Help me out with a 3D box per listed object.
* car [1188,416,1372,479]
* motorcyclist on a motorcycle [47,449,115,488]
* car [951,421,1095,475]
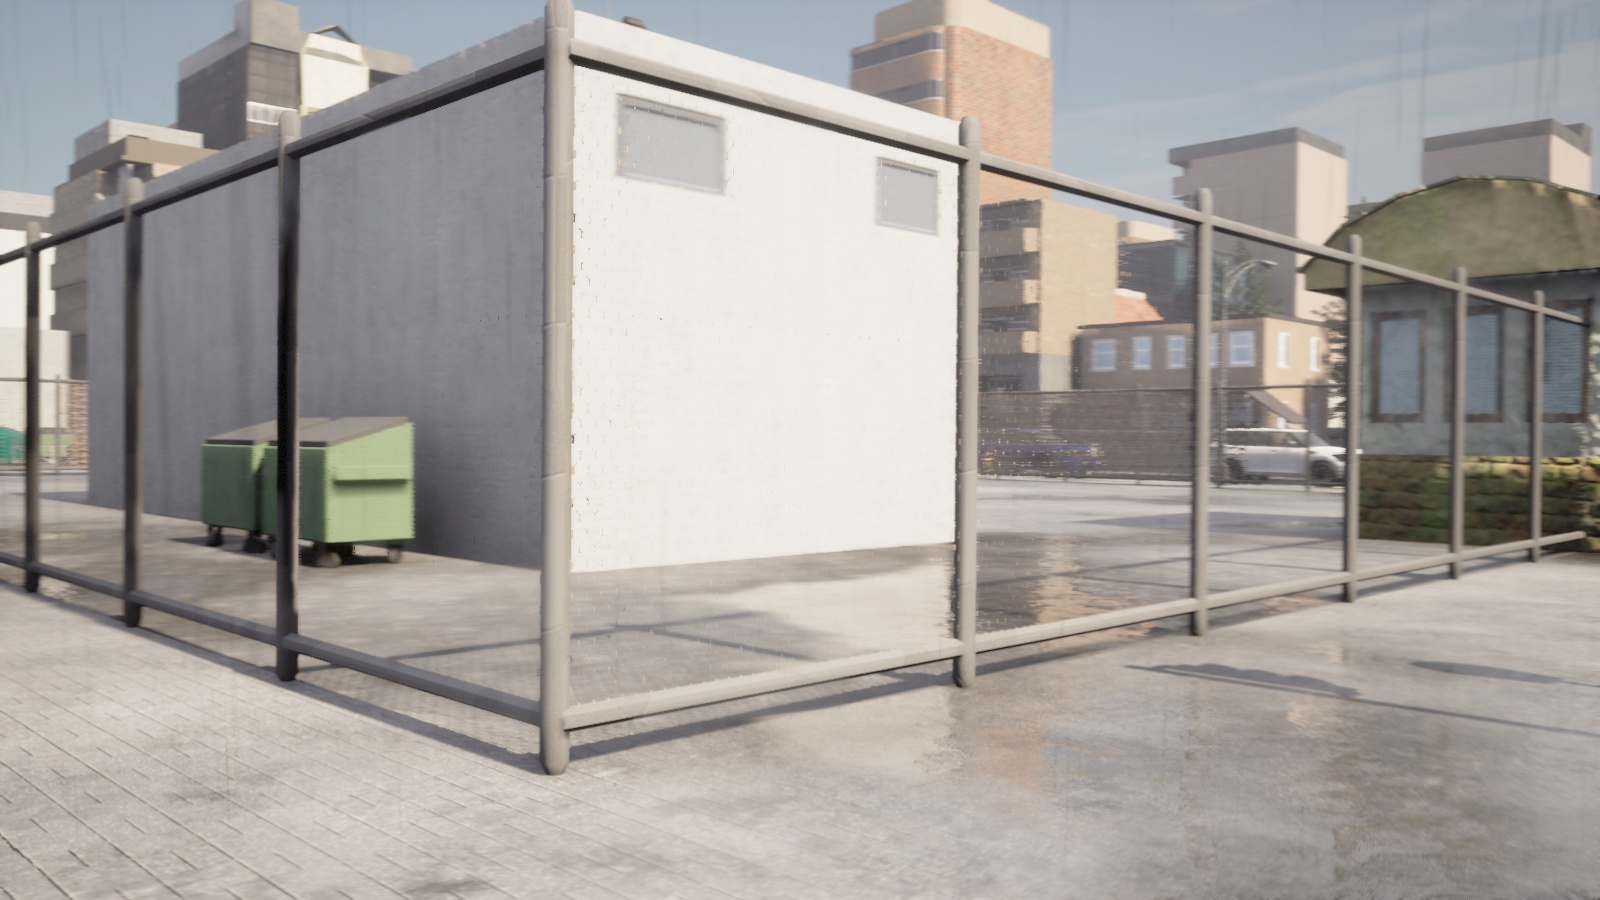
[{"bbox_3d":[16.510,-0.107,43.444,2.150,2.045,5.566,-1,1,-43],"label":"car"},{"bbox_3d":[-28.844,0.723,50.388,0.866,1.530,2.191,0,1,45],"label":"motorcyclist on a motorcycle"},{"bbox_3d":[8.975,-0.082,50.940,2.150,2.045,5.566,-1,1,-43],"label":"car"}]
